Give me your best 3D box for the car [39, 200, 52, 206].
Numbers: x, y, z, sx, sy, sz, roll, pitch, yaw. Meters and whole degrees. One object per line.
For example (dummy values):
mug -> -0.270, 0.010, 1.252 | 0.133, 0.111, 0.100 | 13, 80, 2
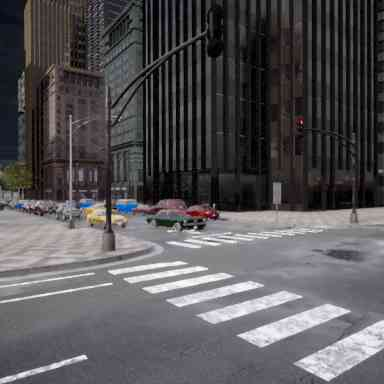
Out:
car -> -34.868, 2.661, 79.126 | 1.947, 1.339, 4.313 | -1, 0, -35

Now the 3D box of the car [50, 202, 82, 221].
car -> -12.069, 2.004, 32.483 | 2.008, 1.369, 4.403 | -1, 0, -35

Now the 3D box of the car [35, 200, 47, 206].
car -> -37.889, 2.711, 83.361 | 2.008, 1.369, 4.403 | -1, 0, -35

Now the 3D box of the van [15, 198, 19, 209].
van -> -26.260, 2.123, 52.371 | 1.690, 1.788, 3.998 | -1, 0, -35

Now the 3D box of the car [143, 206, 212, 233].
car -> -1.085, 1.837, 21.741 | 1.895, 1.301, 4.718 | 0, -1, -36

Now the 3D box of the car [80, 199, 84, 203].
car -> -19.338, 2.060, 52.780 | 2.097, 1.767, 4.553 | 0, -1, -36

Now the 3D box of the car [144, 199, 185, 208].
car -> -2.401, 1.669, 33.616 | 2.192, 1.841, 5.009 | -1, 0, -35

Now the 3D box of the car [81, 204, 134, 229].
car -> -6.297, 1.844, 24.390 | 1.752, 1.417, 4.829 | -1, 0, -35

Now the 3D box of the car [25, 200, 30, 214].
car -> -20.581, 2.196, 44.416 | 1.887, 1.381, 4.507 | -1, 0, -35

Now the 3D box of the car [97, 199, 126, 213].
car -> -11.249, 1.876, 46.051 | 2.192, 1.841, 5.009 | -1, 0, -35

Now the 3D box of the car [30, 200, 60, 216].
car -> -17.749, 1.901, 40.438 | 2.192, 1.841, 5.009 | -1, 0, -35

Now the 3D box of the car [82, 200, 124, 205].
car -> -8.790, 1.894, 32.492 | 1.882, 1.535, 5.008 | 0, -1, -35

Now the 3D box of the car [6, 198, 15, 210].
car -> -32.036, 2.354, 60.471 | 1.967, 1.590, 4.097 | -1, 0, -35

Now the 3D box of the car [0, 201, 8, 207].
car -> -44.524, 2.771, 77.983 | 1.802, 1.307, 4.206 | -1, 0, -35

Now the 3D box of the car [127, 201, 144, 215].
car -> -5.344, 2.005, 37.761 | 1.802, 1.307, 4.206 | -1, 0, -35

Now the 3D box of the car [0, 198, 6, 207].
car -> -41.402, 2.667, 73.606 | 1.887, 1.381, 4.507 | -1, 0, -35

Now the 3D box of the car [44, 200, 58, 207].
car -> -31.846, 2.596, 74.890 | 1.947, 1.339, 4.313 | -1, 0, -35

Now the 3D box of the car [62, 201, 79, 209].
car -> -22.783, 2.407, 62.185 | 1.802, 1.307, 4.206 | -1, 0, -35

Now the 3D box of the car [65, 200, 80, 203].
car -> -16.567, 2.124, 43.435 | 1.812, 1.442, 4.674 | 0, -1, -35

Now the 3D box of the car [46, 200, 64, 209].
car -> -25.046, 2.317, 60.777 | 1.882, 1.535, 5.008 | 0, -1, -35

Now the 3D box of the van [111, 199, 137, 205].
van -> -8.299, 1.833, 41.906 | 1.690, 1.788, 3.998 | -1, 0, -35

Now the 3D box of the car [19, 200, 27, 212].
car -> -23.420, 2.157, 48.393 | 1.967, 1.590, 4.097 | -1, 0, -35

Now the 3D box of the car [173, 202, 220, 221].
car -> 0.554, 1.829, 29.471 | 1.887, 1.381, 4.507 | -1, 0, -35
